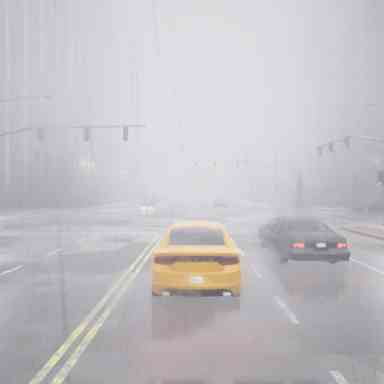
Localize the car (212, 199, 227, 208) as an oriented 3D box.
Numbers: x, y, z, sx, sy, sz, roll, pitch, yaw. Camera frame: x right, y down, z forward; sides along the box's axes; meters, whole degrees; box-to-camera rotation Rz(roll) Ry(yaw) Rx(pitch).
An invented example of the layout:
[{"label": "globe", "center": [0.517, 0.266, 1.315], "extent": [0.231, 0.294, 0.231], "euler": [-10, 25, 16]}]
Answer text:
[{"label": "car", "center": [3.991, 1.596, 48.509], "extent": [1.895, 1.301, 4.718], "euler": [0, 0, 0]}]

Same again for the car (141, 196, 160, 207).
[{"label": "car", "center": [-6.671, 1.486, 51.770], "extent": [2.128, 1.511, 4.902], "euler": [0, 0, 1]}]

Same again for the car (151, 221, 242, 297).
[{"label": "car", "center": [0.121, 1.477, 8.636], "extent": [1.882, 1.535, 5.008], "euler": [0, 0, 1]}]

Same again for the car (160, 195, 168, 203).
[{"label": "car", "center": [-6.475, 1.472, 67.232], "extent": [1.882, 1.535, 5.008], "euler": [0, 0, 1]}]

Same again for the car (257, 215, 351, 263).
[{"label": "car", "center": [3.667, 1.546, 11.876], "extent": [2.033, 1.411, 5.357], "euler": [0, 0, 1]}]

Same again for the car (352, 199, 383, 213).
[{"label": "car", "center": [20.208, 1.500, 36.615], "extent": [4.892, 1.490, 1.837], "euler": [-1, 0, 1]}]

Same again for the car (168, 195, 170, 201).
[{"label": "car", "center": [-6.345, 1.491, 81.025], "extent": [1.837, 1.490, 4.892], "euler": [0, 0, 0]}]

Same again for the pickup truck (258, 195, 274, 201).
[{"label": "pickup truck", "center": [17.241, 1.052, 76.577], "extent": [2.390, 2.098, 6.274], "euler": [0, 0, 31]}]
